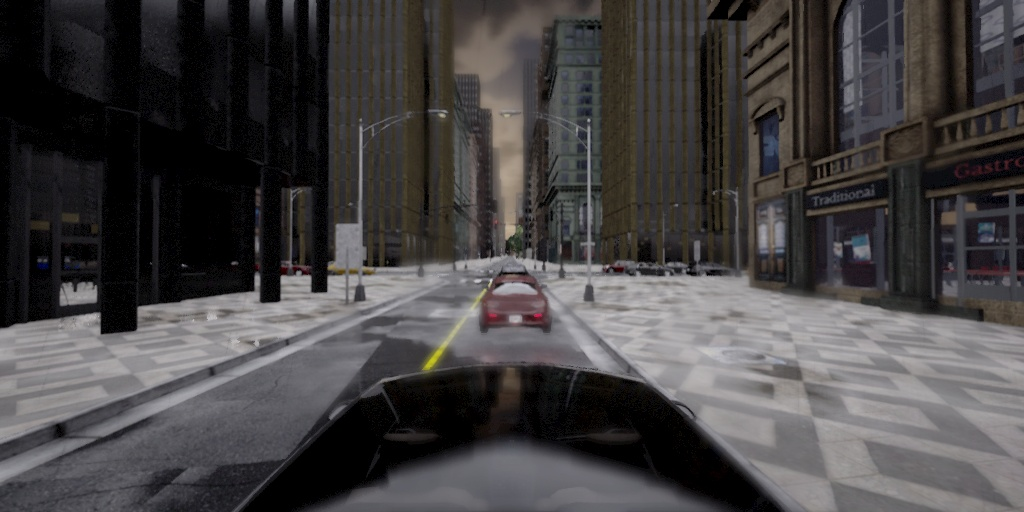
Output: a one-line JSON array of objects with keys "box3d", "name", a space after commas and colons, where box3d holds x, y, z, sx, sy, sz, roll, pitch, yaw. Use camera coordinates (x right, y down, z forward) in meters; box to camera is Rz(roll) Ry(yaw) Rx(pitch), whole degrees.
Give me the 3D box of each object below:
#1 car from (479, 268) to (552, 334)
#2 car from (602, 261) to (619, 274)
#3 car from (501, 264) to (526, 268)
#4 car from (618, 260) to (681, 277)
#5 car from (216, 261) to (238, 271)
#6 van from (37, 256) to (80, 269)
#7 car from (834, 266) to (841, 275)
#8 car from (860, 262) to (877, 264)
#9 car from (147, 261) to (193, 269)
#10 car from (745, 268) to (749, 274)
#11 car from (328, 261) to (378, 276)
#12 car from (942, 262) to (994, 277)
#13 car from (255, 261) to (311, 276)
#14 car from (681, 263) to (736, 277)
[{"box3d": [0.085, 1.260, 10.465, 1.812, 1.442, 4.674, 0, 0, 0], "name": "car"}, {"box3d": [12.307, 1.233, 40.805, 4.097, 1.591, 1.967, 0, 0, 0], "name": "car"}, {"box3d": [0.088, 1.210, 20.282, 2.128, 1.511, 4.902, 0, 0, 0], "name": "car"}, {"box3d": [12.310, 1.231, 32.280, 4.403, 1.370, 2.007, 0, 0, 0], "name": "car"}, {"box3d": [-30.981, 1.228, 40.636, 4.507, 1.381, 1.888, 0, 0, 0], "name": "car"}, {"box3d": [-41.280, 0.898, 32.071, 3.998, 1.789, 1.690, 0, 0, 0], "name": "van"}, {"box3d": [34.981, 1.479, 40.893, 4.207, 1.307, 1.802, 0, 0, 0], "name": "car"}, {"box3d": [40.648, 1.372, 40.915, 4.097, 1.591, 1.967, 0, 0, 0], "name": "car"}, {"box3d": [-30.679, 1.137, 32.113, 4.313, 1.339, 1.948, 0, 0, 0], "name": "car"}, {"box3d": [23.817, 1.251, 32.325, 4.829, 1.417, 1.751, 0, 0, 0], "name": "car"}, {"box3d": [-14.609, 1.127, 32.176, 4.829, 1.417, 1.751, 0, 0, 0], "name": "car"}, {"box3d": [40.652, 1.260, 32.390, 4.097, 1.591, 1.967, 0, 0, 0], "name": "car"}, {"box3d": [-20.079, 1.135, 32.154, 4.507, 1.381, 1.888, 0, 0, 0], "name": "car"}, {"box3d": [17.980, 1.267, 32.303, 4.313, 1.339, 1.948, 0, 0, 0], "name": "car"}]
